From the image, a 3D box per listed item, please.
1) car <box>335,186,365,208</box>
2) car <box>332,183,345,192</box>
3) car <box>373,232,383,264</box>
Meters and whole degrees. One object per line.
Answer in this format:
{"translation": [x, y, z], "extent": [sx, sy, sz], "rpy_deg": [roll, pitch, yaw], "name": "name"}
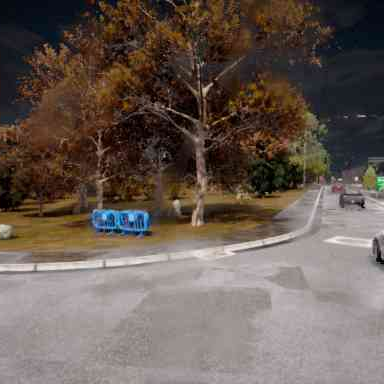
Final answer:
{"translation": [14.268, 0.509, 29.833], "extent": [2.128, 1.511, 4.902], "rpy_deg": [1, 3, 22], "name": "car"}
{"translation": [25.887, -0.892, 58.865], "extent": [2.097, 1.767, 4.553], "rpy_deg": [1, 3, 22], "name": "car"}
{"translation": [5.664, 1.336, 7.606], "extent": [1.812, 1.442, 4.674], "rpy_deg": [1, 2, 14], "name": "car"}
